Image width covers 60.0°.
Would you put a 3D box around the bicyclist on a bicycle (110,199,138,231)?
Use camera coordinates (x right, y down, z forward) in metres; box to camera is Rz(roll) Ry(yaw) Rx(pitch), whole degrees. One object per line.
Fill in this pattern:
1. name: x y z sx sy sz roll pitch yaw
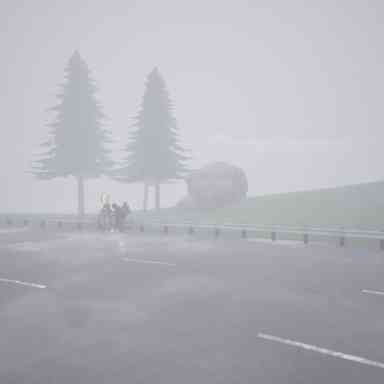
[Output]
1. bicyclist on a bicycle: -3.922 1.372 19.359 0.582 1.620 1.656 3 -10 22

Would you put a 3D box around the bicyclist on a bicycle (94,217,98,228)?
1. bicyclist on a bicycle: -5.111 1.372 19.749 0.582 1.620 1.656 0 -10 36

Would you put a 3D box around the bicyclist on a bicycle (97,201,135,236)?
1. bicyclist on a bicycle: -3.784 1.406 16.991 1.656 1.620 0.582 -3 -1 -6
